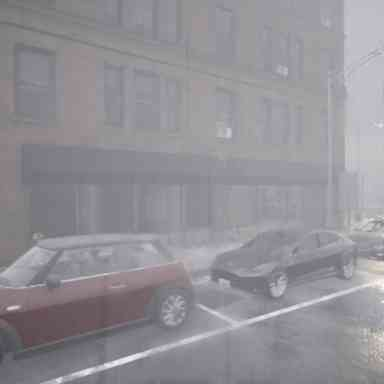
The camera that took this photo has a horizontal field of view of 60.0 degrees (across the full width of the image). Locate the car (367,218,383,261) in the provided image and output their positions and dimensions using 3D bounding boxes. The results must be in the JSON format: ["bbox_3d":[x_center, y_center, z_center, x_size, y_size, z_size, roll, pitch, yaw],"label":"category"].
[{"bbox_3d":[6.956,1.605,11.615,4.403,1.369,2.008,0,-1,-35],"label":"car"}]

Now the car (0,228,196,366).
[{"bbox_3d":[-2.011,1.446,5.227,4.097,1.590,1.967,0,-1,-35],"label":"car"}]

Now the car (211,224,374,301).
[{"bbox_3d":[2.473,1.596,8.421,4.313,1.339,1.947,0,-1,-35],"label":"car"}]
